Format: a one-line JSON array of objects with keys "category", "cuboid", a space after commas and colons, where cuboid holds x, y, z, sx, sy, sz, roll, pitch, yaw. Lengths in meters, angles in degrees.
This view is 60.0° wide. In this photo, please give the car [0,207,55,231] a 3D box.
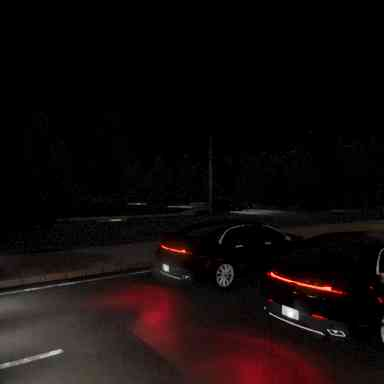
[{"category": "car", "cuboid": [-10.791, 1.547, 19.041, 5.357, 1.411, 2.033, 0, 0, -36]}]

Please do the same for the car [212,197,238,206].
[{"category": "car", "cuboid": [5.512, 1.525, 56.586, 1.812, 1.442, 4.674, 0, 0, -35]}]

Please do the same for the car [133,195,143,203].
[{"category": "car", "cuboid": [-11.271, 1.500, 68.476, 1.837, 1.490, 4.892, 0, 0, -35]}]

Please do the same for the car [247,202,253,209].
[{"category": "car", "cuboid": [5.872, 1.601, 43.834, 1.895, 1.301, 4.718, 0, 0, -35]}]

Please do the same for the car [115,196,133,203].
[{"category": "car", "cuboid": [-14.252, 1.599, 66.625, 1.895, 1.301, 4.718, 0, 0, -35]}]

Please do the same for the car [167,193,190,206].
[{"category": "car", "cuboid": [-2.498, 1.218, 55.783, 2.150, 2.045, 5.566, 0, 0, -35]}]

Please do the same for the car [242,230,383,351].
[{"category": "car", "cuboid": [3.412, 1.505, 6.230, 4.892, 1.490, 1.837, 0, 0, -35]}]

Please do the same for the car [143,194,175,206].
[{"category": "car", "cuboid": [-5.391, 1.547, 53.817, 2.033, 1.411, 5.357, 0, 0, -35]}]

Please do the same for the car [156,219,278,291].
[{"category": "car", "cuboid": [1.380, 1.505, 9.079, 4.892, 1.490, 1.837, 0, 0, -35]}]

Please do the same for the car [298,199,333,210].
[{"category": "car", "cuboid": [15.604, 1.564, 42.144, 1.994, 1.385, 4.181, 0, 0, -35]}]

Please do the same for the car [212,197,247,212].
[{"category": "car", "cuboid": [4.104, 1.601, 39.780, 1.895, 1.301, 4.718, 0, 0, -29]}]
